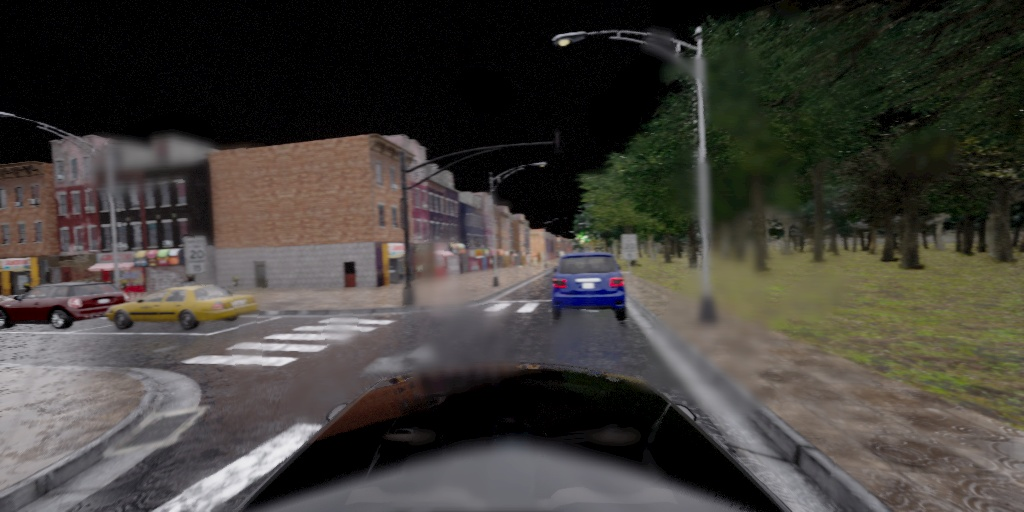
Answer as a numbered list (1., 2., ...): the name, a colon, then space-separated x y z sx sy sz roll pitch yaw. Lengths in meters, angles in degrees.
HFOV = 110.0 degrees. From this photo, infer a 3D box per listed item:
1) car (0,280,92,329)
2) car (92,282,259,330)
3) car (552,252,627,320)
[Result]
1. car: -16.321 1.685 13.078 4.097 1.591 1.967 0 0 11
2. car: -11.049 1.582 12.068 4.829 1.417 1.751 0 0 11
3. car: 2.613 0.909 12.469 2.150 2.045 5.566 -2 0 11
